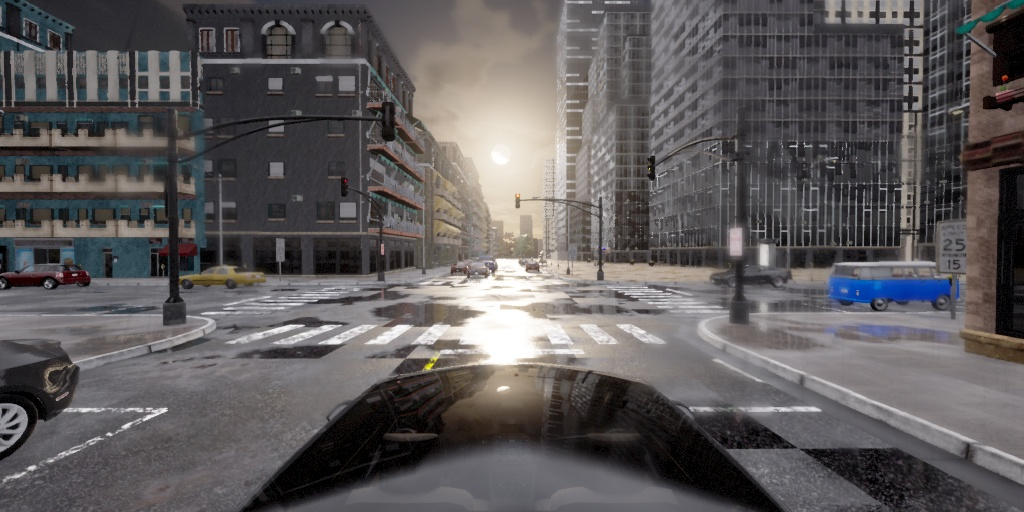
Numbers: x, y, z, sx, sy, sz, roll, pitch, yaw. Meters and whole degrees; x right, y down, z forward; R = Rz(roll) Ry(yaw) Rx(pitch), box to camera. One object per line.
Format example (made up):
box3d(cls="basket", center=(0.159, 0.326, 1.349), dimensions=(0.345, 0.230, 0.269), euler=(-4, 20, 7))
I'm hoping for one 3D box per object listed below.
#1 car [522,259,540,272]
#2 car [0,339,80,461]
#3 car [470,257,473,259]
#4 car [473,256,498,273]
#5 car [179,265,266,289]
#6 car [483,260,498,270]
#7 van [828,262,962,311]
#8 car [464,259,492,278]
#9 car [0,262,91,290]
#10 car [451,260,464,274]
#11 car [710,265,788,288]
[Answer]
box3d(cls="car", center=(2.573, 1.289, 45.928), dimensions=(1.888, 1.381, 4.507), euler=(0, 0, 0))
box3d(cls="car", center=(-5.691, 1.300, 2.139), dimensions=(2.007, 1.370, 4.403), euler=(0, 0, 0))
box3d(cls="car", center=(-5.775, 1.184, 45.854), dimensions=(1.967, 1.591, 4.097), euler=(0, 0, 0))
box3d(cls="car", center=(-3.175, 0.966, 44.087), dimensions=(2.150, 2.045, 5.566), euler=(0, 0, 0))
box3d(cls="car", center=(-17.921, 1.247, 22.099), dimensions=(4.829, 1.417, 1.751), euler=(0, 0, 0))
box3d(cls="car", center=(-3.184, 1.309, 54.061), dimensions=(1.994, 1.385, 4.181), euler=(0, 0, 0))
box3d(cls="van", center=(14.667, 1.117, 13.834), dimensions=(3.998, 1.789, 1.690), euler=(0, 0, 0))
box3d(cls="car", center=(-3.160, 1.270, 34.181), dimensions=(1.812, 1.442, 4.674), euler=(0, 0, 0))
box3d(cls="car", center=(-28.819, 1.189, 22.060), dimensions=(4.097, 1.591, 1.967), euler=(0, 0, 0))
box3d(cls="car", center=(-5.764, 1.289, 40.205), dimensions=(1.888, 1.381, 4.507), euler=(0, 0, 0))
box3d(cls="car", center=(14.637, 1.216, 22.214), dimensions=(4.313, 1.339, 1.948), euler=(0, 0, 0))
